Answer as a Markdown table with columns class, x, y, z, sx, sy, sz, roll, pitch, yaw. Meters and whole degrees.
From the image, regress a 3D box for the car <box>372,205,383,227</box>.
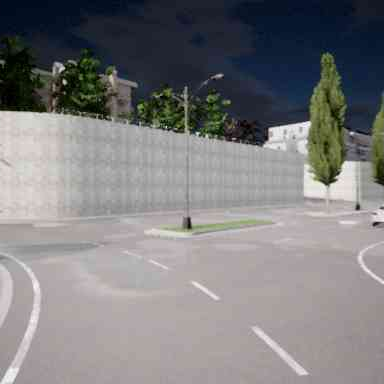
| class | x | y | z | sx | sy | sz | roll | pitch | yaw |
| --- | --- | --- | --- | --- | --- | --- | --- | --- | --- |
| car | 13.245 | 1.486 | 21.614 | 4.674 | 1.442 | 1.812 | 0 | 0 | -43 |
